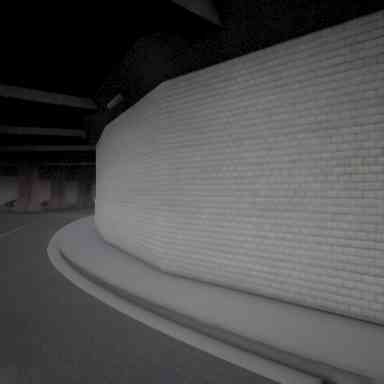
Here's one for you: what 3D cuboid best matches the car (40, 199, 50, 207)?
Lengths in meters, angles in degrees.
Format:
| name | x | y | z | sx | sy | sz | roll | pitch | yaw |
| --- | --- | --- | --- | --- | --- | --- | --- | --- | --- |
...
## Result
| name | x | y | z | sx | sy | sz | roll | pitch | yaw |
| --- | --- | --- | --- | --- | --- | --- | --- | --- | --- |
| car | -24.538 | 1.886 | 57.843 | 2.033 | 1.411 | 5.357 | 0 | -1 | 9 |

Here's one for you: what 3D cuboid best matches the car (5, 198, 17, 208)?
| name | x | y | z | sx | sy | sz | roll | pitch | yaw |
| --- | --- | --- | --- | --- | --- | --- | --- | --- | --- |
| car | -28.516 | 1.771 | 54.701 | 1.837 | 1.490 | 4.892 | 0 | 0 | 8 |
